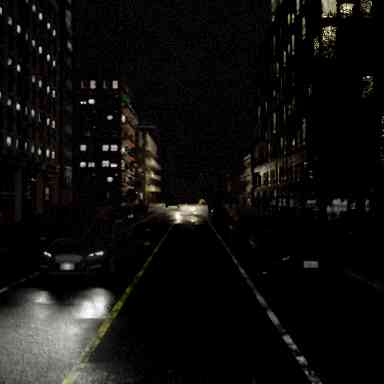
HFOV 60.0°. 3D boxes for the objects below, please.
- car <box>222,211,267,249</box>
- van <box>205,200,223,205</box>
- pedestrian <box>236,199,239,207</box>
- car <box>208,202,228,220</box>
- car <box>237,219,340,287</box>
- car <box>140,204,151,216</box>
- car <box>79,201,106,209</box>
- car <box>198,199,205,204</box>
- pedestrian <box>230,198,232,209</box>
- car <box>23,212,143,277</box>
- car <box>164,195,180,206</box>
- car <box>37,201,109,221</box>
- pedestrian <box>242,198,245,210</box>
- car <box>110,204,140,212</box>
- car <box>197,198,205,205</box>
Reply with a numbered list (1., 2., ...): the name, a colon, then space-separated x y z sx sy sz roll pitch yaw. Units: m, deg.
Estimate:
1. car: 2.659 1.748 15.202 1.947 1.339 4.313 0 -1 0
2. van: 2.656 1.801 37.960 1.690 1.788 3.998 0 -1 0
3. pedestrian: 7.128 1.916 52.051 0.375 1.860 0.375 0 -1 0
4. car: 2.656 1.972 32.268 1.802 1.307 4.206 0 -1 0
5. car: 2.660 1.679 9.513 1.947 1.339 4.313 0 -1 0
6. car: -5.692 2.026 37.981 1.947 1.339 4.313 0 -1 0
7. car: -17.474 2.246 58.764 4.206 1.307 1.802 0 -1 0
8. car: 2.678 2.774 93.817 1.802 1.307 4.206 0 -1 0
9. pedestrian: 6.127 1.792 53.253 0.375 1.860 0.375 0 -1 0
10. car: -3.101 1.619 10.723 2.128 1.511 4.902 0 -1 0
11. car: -3.007 1.469 51.390 2.150 2.045 5.566 0 -1 0
12. car: -5.687 1.497 15.230 2.192 1.841 5.009 0 -1 0
13. pedestrian: 8.128 1.893 52.651 0.375 1.860 0.375 0 -1 0
14. car: -5.690 1.864 26.605 1.887 1.381 4.507 0 -1 0
15. car: 2.680 2.570 82.911 1.752 1.417 4.829 0 -1 0
